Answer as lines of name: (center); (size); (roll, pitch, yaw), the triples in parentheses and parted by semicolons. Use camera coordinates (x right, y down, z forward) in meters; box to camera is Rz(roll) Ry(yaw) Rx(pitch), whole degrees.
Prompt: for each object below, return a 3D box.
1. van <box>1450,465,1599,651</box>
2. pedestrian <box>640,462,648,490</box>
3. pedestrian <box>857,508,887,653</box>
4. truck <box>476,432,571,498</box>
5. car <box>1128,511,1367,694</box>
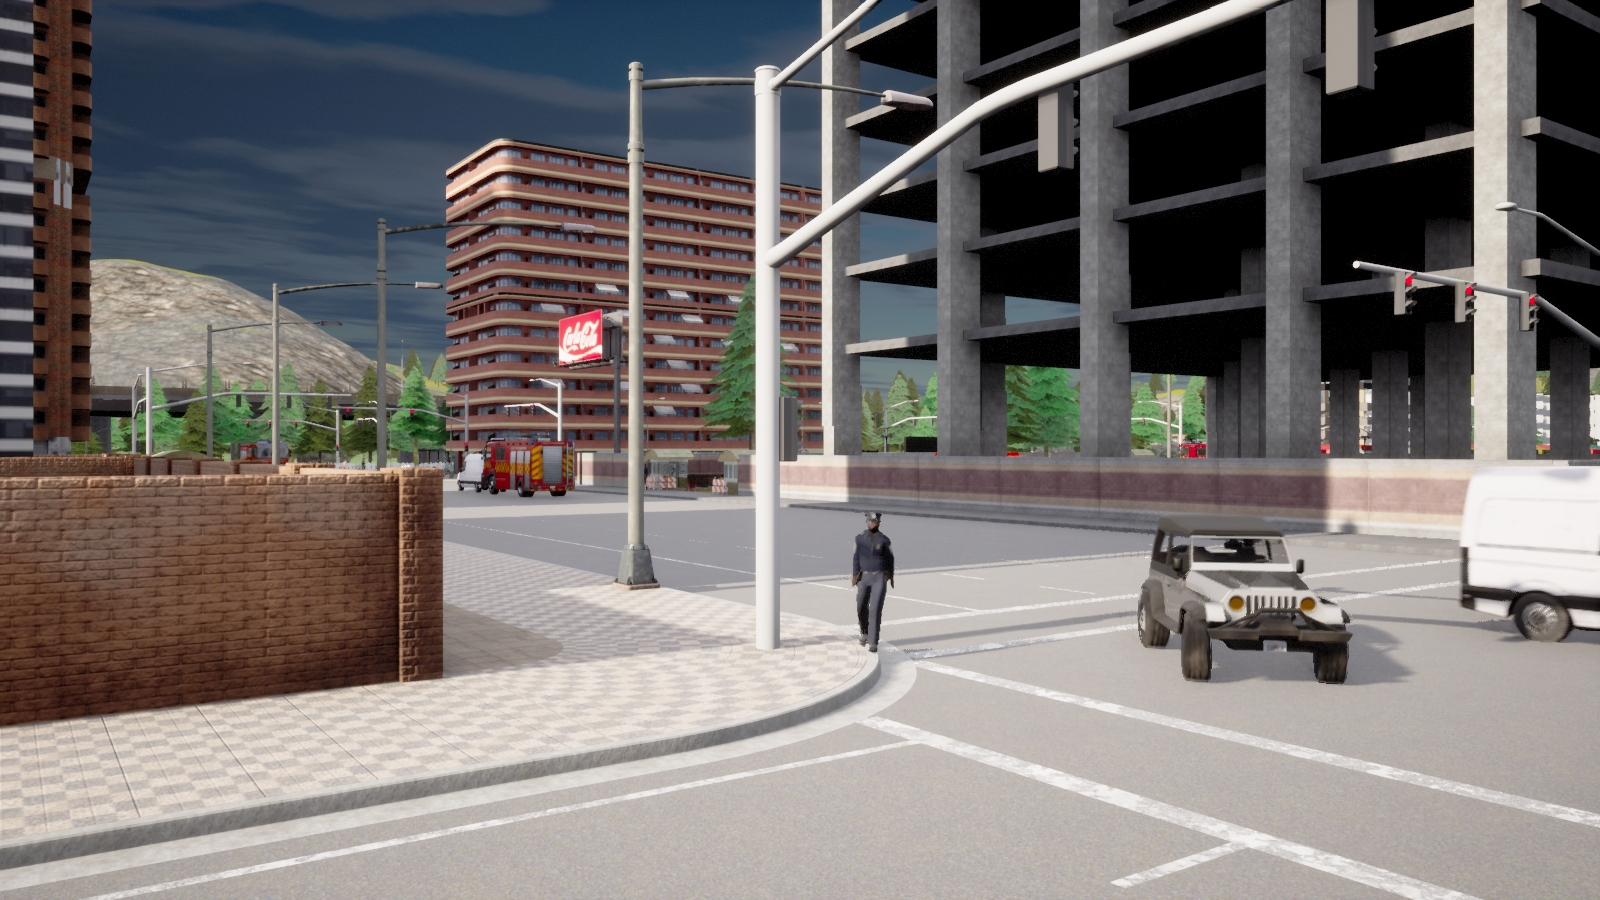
van: (12.557, 1.533, 15.789); (1.988, 2.561, 5.915); (0, 0, -36)
pedestrian: (-10.274, 1.694, 75.135); (0.375, 1.860, 0.375); (0, 0, -33)
pedestrian: (0.948, 1.696, 15.006); (0.375, 1.860, 0.375); (0, 0, 5)
truck: (-17.186, 0.889, 70.593); (2.891, 3.827, 8.468); (0, 0, -34)
car: (5.709, 1.857, 15.107); (1.905, 1.878, 3.866); (1, 0, 5)
